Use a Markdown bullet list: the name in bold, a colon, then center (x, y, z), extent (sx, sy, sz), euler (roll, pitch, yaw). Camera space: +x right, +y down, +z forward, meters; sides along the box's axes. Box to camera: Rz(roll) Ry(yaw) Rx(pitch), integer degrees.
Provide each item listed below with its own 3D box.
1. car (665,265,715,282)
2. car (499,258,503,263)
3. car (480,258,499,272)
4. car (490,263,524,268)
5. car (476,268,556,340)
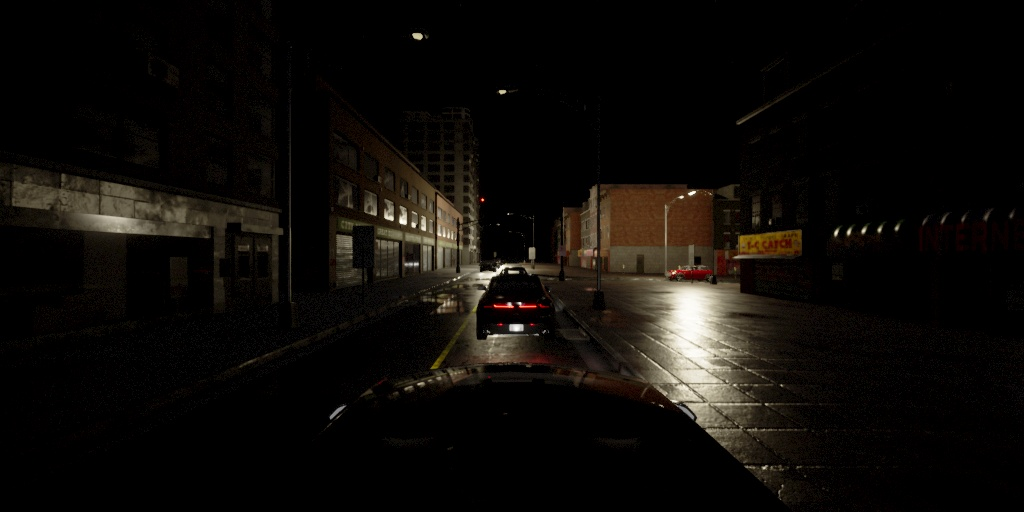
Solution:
- **car**: center (16.332, 1.572, 33.134), extent (4.097, 1.591, 1.967), euler (0, 0, 0)
- **car**: center (-2.882, 1.240, 57.908), extent (1.837, 1.490, 4.892), euler (0, 2, 0)
- **car**: center (-2.881, 1.225, 44.015), extent (1.882, 1.535, 5.008), euler (0, 1, 0)
- **car**: center (0.093, 1.297, 19.546), extent (2.033, 1.411, 5.357), euler (0, 0, 0)
- **car**: center (0.085, 1.255, 9.934), extent (1.837, 1.490, 4.892), euler (0, 0, 0)
